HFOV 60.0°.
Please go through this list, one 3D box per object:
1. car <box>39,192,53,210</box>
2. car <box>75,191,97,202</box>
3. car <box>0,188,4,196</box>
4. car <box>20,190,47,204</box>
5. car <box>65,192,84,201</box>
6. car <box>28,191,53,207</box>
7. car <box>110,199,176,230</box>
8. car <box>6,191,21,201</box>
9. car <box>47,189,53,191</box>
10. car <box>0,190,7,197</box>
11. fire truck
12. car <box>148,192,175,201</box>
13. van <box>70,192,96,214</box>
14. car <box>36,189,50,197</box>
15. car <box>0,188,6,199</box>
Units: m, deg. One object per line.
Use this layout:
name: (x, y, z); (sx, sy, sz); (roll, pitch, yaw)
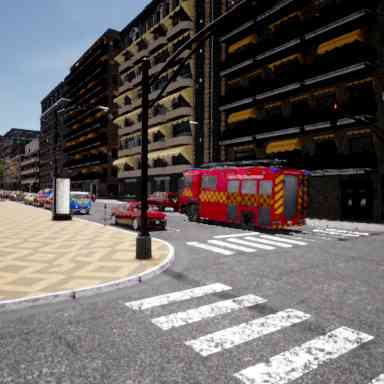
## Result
car: (-13.067, 0.997, 32.320); (1.887, 1.381, 4.507); (2, 0, -36)
car: (-16.313, 0.711, 50.973); (1.967, 1.590, 4.097); (2, 0, -36)
car: (-43.093, -0.022, 73.428); (2.192, 1.841, 5.009); (2, 0, -36)
car: (-19.641, 0.805, 41.318); (1.752, 1.417, 4.829); (2, 0, -36)
car: (-19.654, 0.749, 55.540); (1.947, 1.339, 4.313); (2, 0, -36)
car: (-16.404, 0.909, 36.888); (1.887, 1.381, 4.507); (2, 0, -36)
car: (-3.057, 1.261, 18.618); (1.887, 1.381, 4.507); (2, 0, -36)
car: (-26.412, 0.541, 50.590); (1.967, 1.590, 4.097); (2, 0, -36)
car: (-26.427, 0.530, 64.813); (1.752, 1.417, 4.829); (2, 0, -36)
car: (-39.763, 0.301, 68.860); (2.008, 1.369, 4.403); (2, 0, -36)
fire truck: (2.697, 0.152, 20.399); (2.891, 3.827, 8.468); (1, 1, -36)
car: (-2.962, 0.937, 32.702); (2.192, 1.841, 5.009); (2, 0, -36)
van: (-9.724, 0.881, 27.753); (1.690, 1.788, 3.998); (2, 0, -36)
car: (-32.998, 0.272, 73.810); (1.967, 1.590, 4.097); (2, 0, -36)
car: (-33.089, 0.470, 59.725); (1.887, 1.381, 4.507); (2, 0, -36)
